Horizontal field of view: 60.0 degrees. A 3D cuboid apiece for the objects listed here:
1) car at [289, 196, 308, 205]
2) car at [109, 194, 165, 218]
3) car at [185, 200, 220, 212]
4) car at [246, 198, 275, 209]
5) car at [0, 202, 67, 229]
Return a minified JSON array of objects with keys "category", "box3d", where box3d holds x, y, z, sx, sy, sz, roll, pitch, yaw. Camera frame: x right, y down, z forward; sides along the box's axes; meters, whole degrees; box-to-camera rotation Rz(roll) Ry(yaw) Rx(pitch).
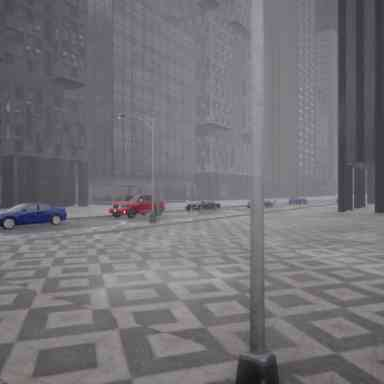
[{"category":"car","box3d":[17.656,1.400,55.065,1.882,1.535,5.008,0,0,36]},{"category":"car","box3d":[-4.761,1.189,29.814,2.150,2.045,5.566,0,0,36]},{"category":"car","box3d":[1.230,1.554,38.002,1.895,1.301,4.718,0,0,36]},{"category":"car","box3d":[8.984,1.489,43.201,2.033,1.411,5.357,0,0,36]},{"category":"car","box3d":[-10.694,1.458,21.695,1.882,1.535,5.008,0,0,36]}]
